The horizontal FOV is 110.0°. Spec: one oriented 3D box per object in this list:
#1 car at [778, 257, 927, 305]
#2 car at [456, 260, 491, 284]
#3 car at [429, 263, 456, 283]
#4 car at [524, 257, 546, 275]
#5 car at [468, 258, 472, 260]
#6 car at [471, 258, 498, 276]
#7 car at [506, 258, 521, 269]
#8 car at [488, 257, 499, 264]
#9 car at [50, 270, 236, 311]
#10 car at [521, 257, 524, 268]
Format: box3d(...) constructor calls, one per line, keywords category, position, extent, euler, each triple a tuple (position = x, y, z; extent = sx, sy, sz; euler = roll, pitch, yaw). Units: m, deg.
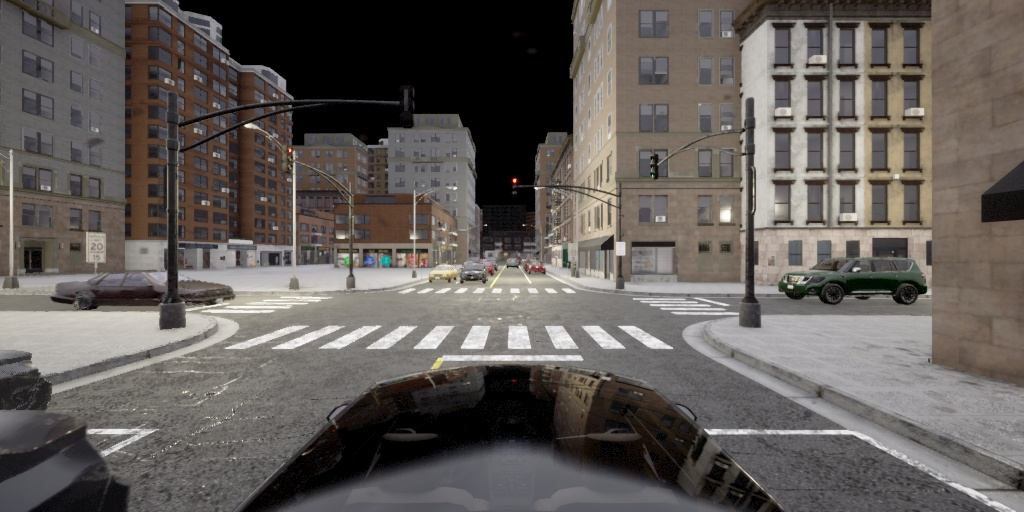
box3d(category="car", position=(15.349, 1.056, 16.293), extent=(5.566, 2.045, 2.150), euler=(0, 0, -2))
box3d(category="car", position=(-2.819, 1.255, 27.219), extent=(1.837, 1.490, 4.892), euler=(0, 0, -1))
box3d(category="car", position=(-5.379, 1.276, 28.317), extent=(1.751, 1.417, 4.829), euler=(0, 0, 0))
box3d(category="car", position=(2.651, 1.191, 39.808), extent=(1.967, 1.591, 4.097), euler=(0, 0, 0))
box3d(category="car", position=(-5.372, 1.302, 45.473), extent=(2.007, 1.370, 4.403), euler=(0, 0, 0))
box3d(category="car", position=(-2.839, 1.229, 37.536), extent=(1.882, 1.535, 5.008), euler=(0, 0, 0))
box3d(category="car", position=(0.114, 1.317, 58.538), extent=(1.994, 1.385, 4.181), euler=(0, 0, 1))
box3d(category="car", position=(-2.820, 1.257, 47.952), extent=(1.837, 1.490, 4.892), euler=(0, 0, 0))
box3d(category="car", position=(-13.542, 1.236, 13.327), extent=(5.357, 1.411, 2.033), euler=(0, 0, -1))
box3d(category="car", position=(2.653, 1.066, 45.470), extent=(2.192, 1.841, 5.009), euler=(0, 0, 0))
